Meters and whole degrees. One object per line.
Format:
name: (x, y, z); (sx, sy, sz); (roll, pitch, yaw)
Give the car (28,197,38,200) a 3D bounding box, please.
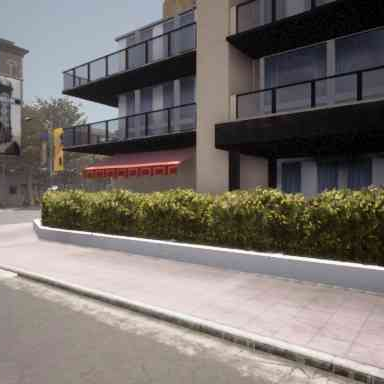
car: (-34.495, 1.481, 68.404); (4.892, 1.521, 2.231); (0, 0, 37)
